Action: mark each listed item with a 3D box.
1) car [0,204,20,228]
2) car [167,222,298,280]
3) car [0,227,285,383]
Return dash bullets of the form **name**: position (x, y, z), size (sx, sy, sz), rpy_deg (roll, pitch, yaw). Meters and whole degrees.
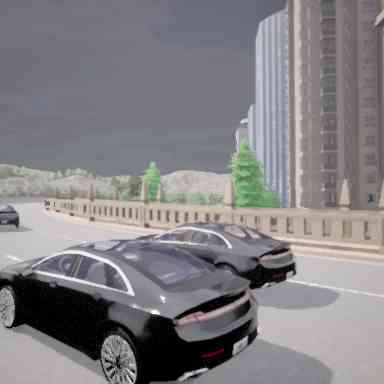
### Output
- **car**: position (-12.547, 1.548, 21.538), size (2.128, 1.511, 4.902), rpy_deg (0, 0, -39)
- **car**: position (0.184, 1.527, 8.533), size (4.902, 1.511, 2.128), rpy_deg (0, 0, 39)
- **car**: position (-1.342, 1.512, 5.266), size (4.902, 1.511, 2.128), rpy_deg (0, 0, 39)
